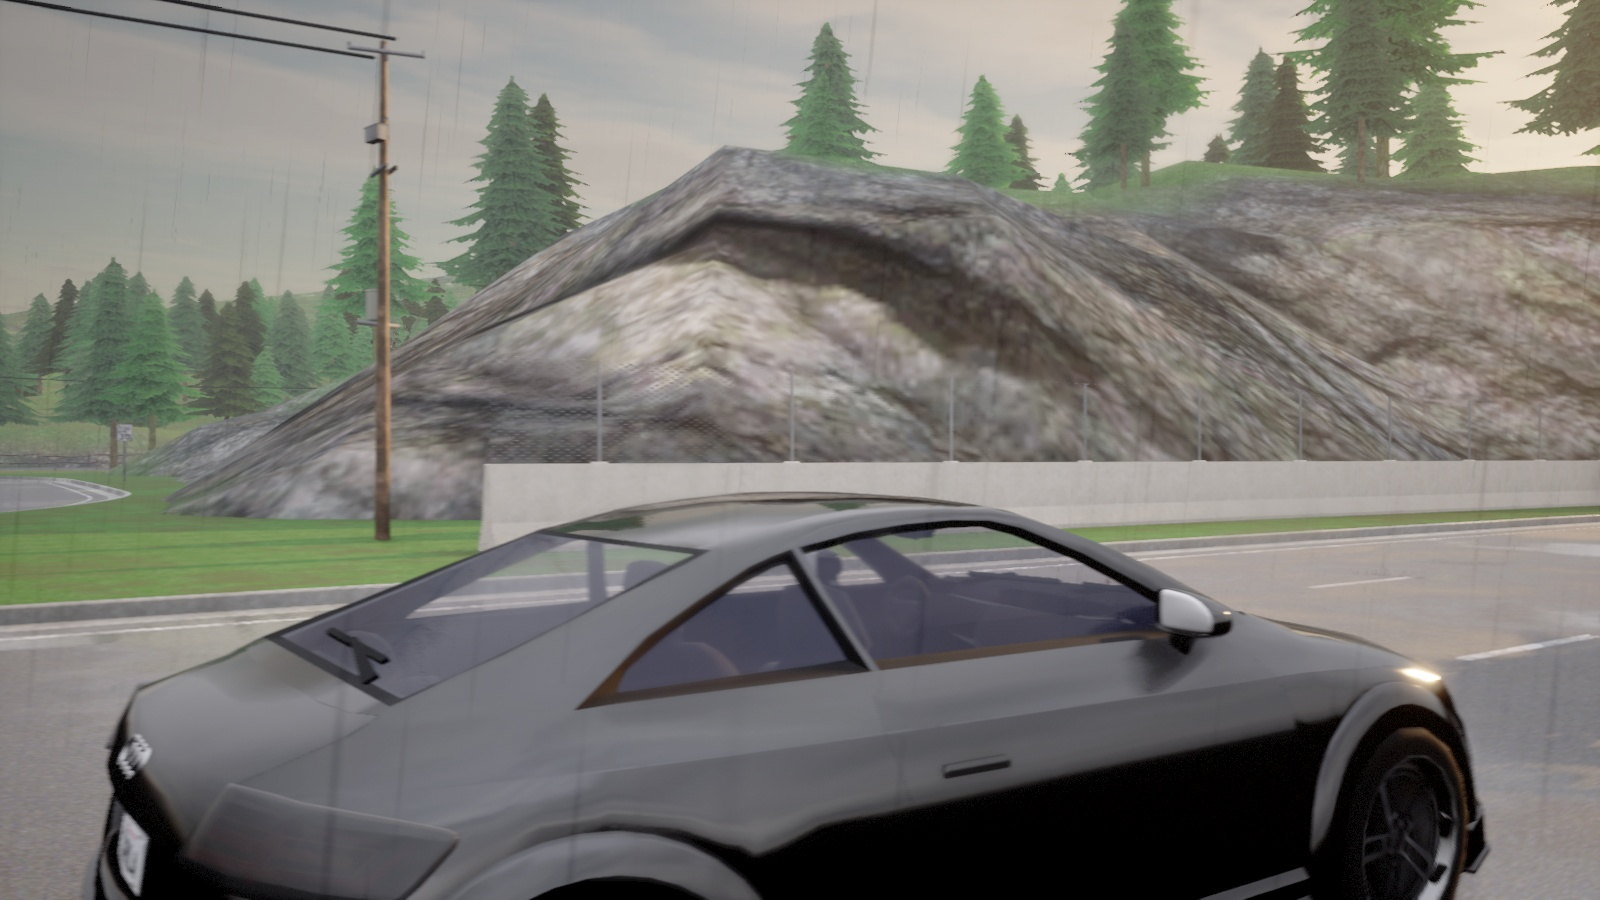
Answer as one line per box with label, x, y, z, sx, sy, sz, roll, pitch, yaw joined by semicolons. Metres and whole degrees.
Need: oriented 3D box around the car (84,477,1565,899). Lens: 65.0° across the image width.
car;0.296;0.817;3.864;4.181;1.385;1.994;0;0;-35
